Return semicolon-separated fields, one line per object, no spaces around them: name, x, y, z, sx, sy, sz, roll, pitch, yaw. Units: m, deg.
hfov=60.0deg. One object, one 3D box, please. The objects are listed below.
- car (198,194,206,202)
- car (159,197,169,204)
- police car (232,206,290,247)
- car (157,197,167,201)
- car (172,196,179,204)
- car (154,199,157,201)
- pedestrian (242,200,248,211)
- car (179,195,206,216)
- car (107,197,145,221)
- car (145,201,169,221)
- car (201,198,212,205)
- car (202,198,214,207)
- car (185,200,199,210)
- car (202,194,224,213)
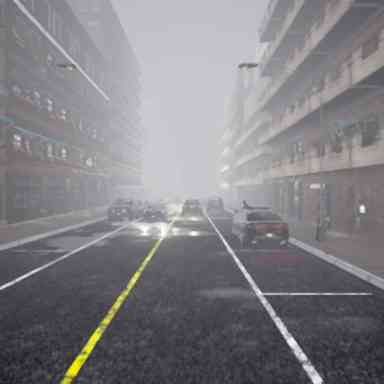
car;2.690;1.590;90.498;2.192;1.841;5.009;-1;0;0
car;-5.690;1.727;67.707;1.752;1.417;4.829;-1;0;0
police car;3.003;1.469;15.424;1.930;1.638;5.238;0;0;0
car;-5.692;1.692;56.379;1.752;1.417;4.829;-1;0;0
car;-2.989;1.664;69.327;1.837;1.490;4.892;0;0;0
car;-5.694;1.681;39.556;1.947;1.339;4.313;-1;0;0
pedestrian;2.930;1.346;18.415;0.375;1.860;0.375;-1;1;-5
car;0.047;1.449;33.837;2.097;1.767;4.553;0;0;1
car;-5.699;1.396;28.230;2.192;1.841;5.009;-1;0;0
car;-3.093;1.683;28.734;1.895;1.301;4.718;0;0;0
car;2.690;1.766;62.179;1.802;1.307;4.206;-1;0;0
car;2.689;1.732;56.514;1.947;1.339;4.313;-1;0;0
car;0.037;1.734;45.640;1.895;1.301;4.718;0;0;1
car;2.682;1.429;39.524;2.192;1.841;5.009;-1;0;0
